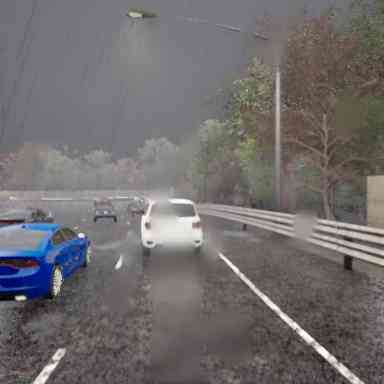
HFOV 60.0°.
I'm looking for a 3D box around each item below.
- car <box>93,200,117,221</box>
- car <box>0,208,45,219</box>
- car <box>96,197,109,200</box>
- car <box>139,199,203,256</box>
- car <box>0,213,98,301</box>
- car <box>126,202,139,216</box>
[{"bbox_3d":[-7.526,1.701,28.815,2.033,1.411,5.357,0,0,-15],"label":"car"},{"bbox_3d":[-8.607,1.613,17.421,1.837,1.490,4.892,0,0,-10],"label":"car"},{"bbox_3d":[-15.005,1.648,55.349,2.097,1.767,4.553,0,0,-29],"label":"car"},{"bbox_3d":[-0.977,1.287,13.721,2.150,2.045,5.566,0,0,-8],"label":"car"},{"bbox_3d":[-3.941,1.530,8.472,1.882,1.535,5.008,0,0,-5],"label":"car"},{"bbox_3d":[-5.765,1.721,35.158,2.033,1.411,5.357,0,0,-18],"label":"car"}]
